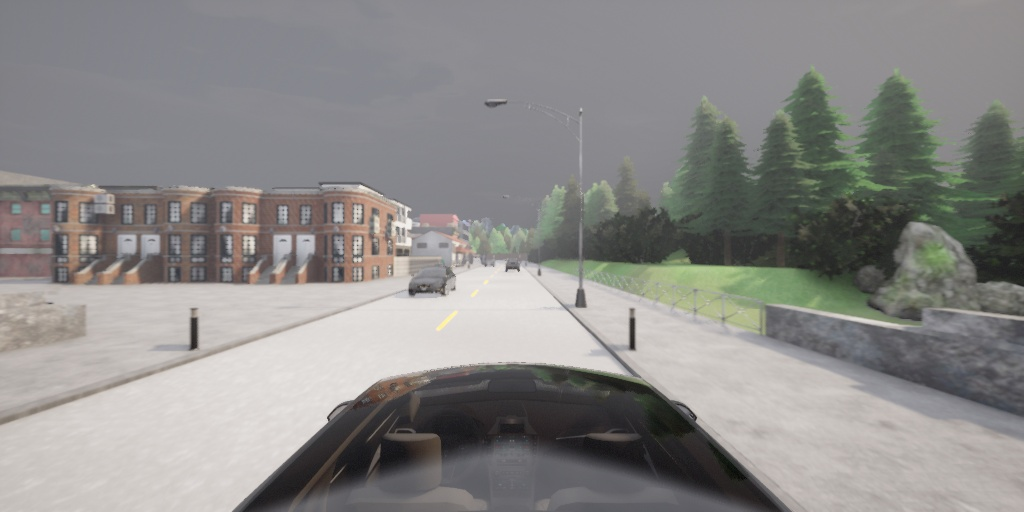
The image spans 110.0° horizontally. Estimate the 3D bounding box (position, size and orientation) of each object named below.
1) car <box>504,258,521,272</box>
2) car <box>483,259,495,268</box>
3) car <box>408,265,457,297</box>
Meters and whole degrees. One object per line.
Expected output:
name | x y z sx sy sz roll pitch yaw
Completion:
car | 0.086 1.296 47.702 1.837 1.490 4.892 0 -1 0
car | -4.036 1.309 64.772 2.128 1.511 4.902 0 0 0
car | -4.106 1.271 19.114 1.837 1.490 4.892 0 0 0
